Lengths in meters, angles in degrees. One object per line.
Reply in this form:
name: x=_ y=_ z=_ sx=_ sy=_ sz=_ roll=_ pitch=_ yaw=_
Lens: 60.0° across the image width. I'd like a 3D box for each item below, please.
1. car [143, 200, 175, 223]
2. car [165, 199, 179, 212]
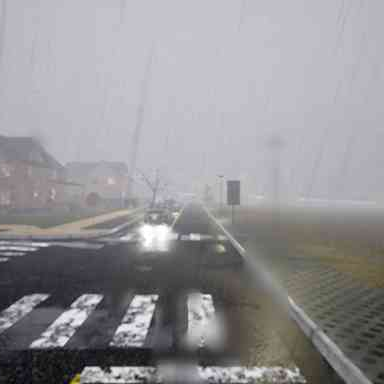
car: x=-2.791 y=1.676 z=27.239 sx=2.128 sy=1.511 sz=4.902 roll=0 pitch=0 yaw=0
car: x=-2.811 y=1.640 z=42.648 sx=2.097 sy=1.767 sz=4.553 roll=0 pitch=0 yaw=0
